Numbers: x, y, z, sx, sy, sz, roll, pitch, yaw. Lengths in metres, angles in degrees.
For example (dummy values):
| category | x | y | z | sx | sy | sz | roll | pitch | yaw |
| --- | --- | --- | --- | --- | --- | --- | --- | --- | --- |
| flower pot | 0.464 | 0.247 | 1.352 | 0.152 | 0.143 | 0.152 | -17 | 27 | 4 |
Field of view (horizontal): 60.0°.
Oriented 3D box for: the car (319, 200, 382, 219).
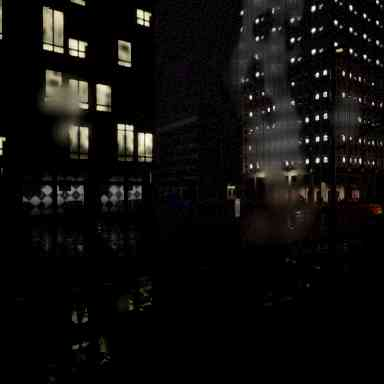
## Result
| category | x | y | z | sx | sy | sz | roll | pitch | yaw |
| --- | --- | --- | --- | --- | --- | --- | --- | --- | --- |
| car | 13.374 | 1.386 | 28.368 | 1.882 | 1.535 | 5.008 | -2 | 1 | -38 |

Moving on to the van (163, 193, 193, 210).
| category | x | y | z | sx | sy | sz | roll | pitch | yaw |
| --- | --- | --- | --- | --- | --- | --- | --- | --- | --- |
| van | -1.440 | 1.210 | 40.266 | 1.690 | 1.788 | 3.998 | 0 | 0 | -34 |

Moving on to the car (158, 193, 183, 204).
| category | x | y | z | sx | sy | sz | roll | pitch | yaw |
| --- | --- | --- | --- | --- | --- | --- | --- | --- | --- |
| car | -3.842 | 1.035 | 58.721 | 2.192 | 1.841 | 5.009 | 0 | 0 | -34 |

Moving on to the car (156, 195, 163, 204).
| category | x | y | z | sx | sy | sz | roll | pitch | yaw |
| --- | --- | --- | --- | --- | --- | --- | --- | --- | --- |
| car | -6.423 | 1.285 | 57.913 | 2.033 | 1.411 | 5.357 | -1 | 1 | -35 |

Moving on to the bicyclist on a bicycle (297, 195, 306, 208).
| category | x | y | z | sx | sy | sz | roll | pitch | yaw |
| --- | --- | --- | --- | --- | --- | --- | --- | --- | --- |
| bicyclist on a bicycle | 12.950 | 1.117 | 39.221 | 1.656 | 1.620 | 0.582 | -1 | 1 | -34 |

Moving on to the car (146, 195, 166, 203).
| category | x | y | z | sx | sy | sz | roll | pitch | yaw |
| --- | --- | --- | --- | --- | --- | --- | --- | --- | --- |
| car | -6.954 | 1.238 | 63.305 | 1.887 | 1.381 | 4.507 | 0 | 0 | -34 |
